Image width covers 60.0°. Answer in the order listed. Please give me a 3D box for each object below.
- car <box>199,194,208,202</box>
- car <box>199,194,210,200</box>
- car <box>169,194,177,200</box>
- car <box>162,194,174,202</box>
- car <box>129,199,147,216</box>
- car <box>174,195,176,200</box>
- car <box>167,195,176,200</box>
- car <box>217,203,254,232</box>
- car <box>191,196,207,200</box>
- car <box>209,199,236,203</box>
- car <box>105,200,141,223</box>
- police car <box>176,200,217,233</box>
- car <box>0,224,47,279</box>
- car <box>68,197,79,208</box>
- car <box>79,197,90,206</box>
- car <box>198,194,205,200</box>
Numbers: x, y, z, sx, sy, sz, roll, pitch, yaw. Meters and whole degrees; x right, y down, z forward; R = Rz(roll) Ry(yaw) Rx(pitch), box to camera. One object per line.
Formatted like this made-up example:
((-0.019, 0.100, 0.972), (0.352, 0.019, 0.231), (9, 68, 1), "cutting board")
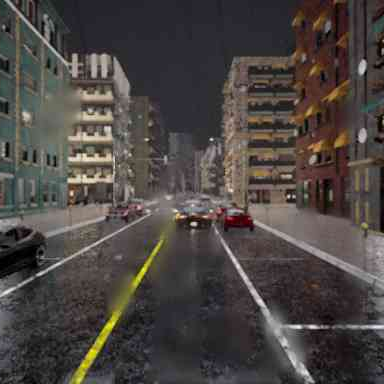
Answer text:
((2.596, 1.268, 74.657), (1.967, 1.590, 4.097), (1, 0, 0), "car")
((2.591, 1.406, 63.315), (2.008, 1.369, 4.403), (1, 0, 0), "car")
((-5.281, 1.332, 91.642), (1.887, 1.381, 4.507), (1, 0, 0), "car")
((-5.287, 1.368, 68.788), (1.752, 1.417, 4.829), (1, 0, 0), "car")
((-5.305, 1.371, 30.745), (1.967, 1.590, 4.097), (1, 0, 0), "car")
((-5.284, 1.341, 80.130), (1.752, 1.417, 4.829), (1, 0, 0), "car")
((-5.283, 1.367, 85.971), (1.947, 1.339, 4.313), (1, 0, 0), "car")
((2.579, 1.538, 19.667), (1.802, 1.307, 4.206), (1, 0, 0), "car")
((0.073, 1.410, 30.104), (1.882, 1.535, 5.008), (0, 0, 0), "car")
((2.582, 1.383, 25.216), (1.967, 1.590, 4.097), (1, 0, 0), "car")
((-5.304, 1.526, 25.196), (1.802, 1.307, 4.206), (1, 0, 0), "car")
((0.102, 1.458, 19.287), (2.038, 1.542, 4.974), (0, 0, 0), "police car")
((-5.304, 1.547, 8.549), (1.947, 1.339, 4.313), (1, 0, 0), "car")
((-17.551, 1.140, 42.259), (5.009, 1.841, 2.192), (0, -1, 0), "car")
((-17.610, 1.470, 50.136), (4.313, 1.339, 1.947), (0, -1, 0), "car")
((2.599, 1.332, 91.670), (1.887, 1.381, 4.507), (1, 0, 0), "car")
